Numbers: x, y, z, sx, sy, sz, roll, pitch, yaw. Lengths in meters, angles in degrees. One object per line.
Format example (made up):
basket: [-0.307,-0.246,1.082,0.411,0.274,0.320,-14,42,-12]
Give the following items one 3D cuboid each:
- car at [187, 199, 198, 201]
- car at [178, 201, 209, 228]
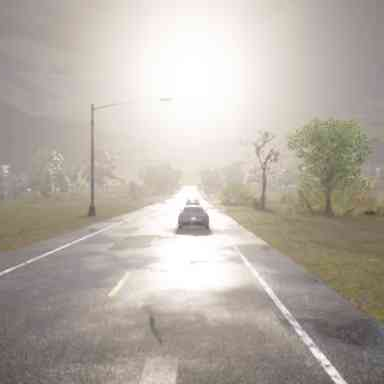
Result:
car: [0.098,1.530,40.289,2.033,1.411,5.357,0,0,0]
car: [0.098,1.559,21.996,1.994,1.385,4.181,0,0,0]
